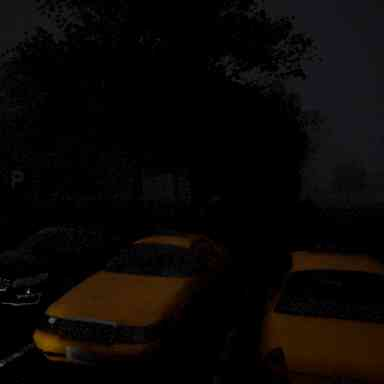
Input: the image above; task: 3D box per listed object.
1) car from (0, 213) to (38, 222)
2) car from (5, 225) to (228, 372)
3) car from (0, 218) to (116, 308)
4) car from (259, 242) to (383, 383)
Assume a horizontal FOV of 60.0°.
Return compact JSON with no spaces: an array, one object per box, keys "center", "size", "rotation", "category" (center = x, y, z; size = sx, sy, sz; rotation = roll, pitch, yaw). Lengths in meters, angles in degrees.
[{"center":[-5.339,1.389,9.811],"size":[2.185,1.767,4.553],"rotation":[0,-1,15],"category":"car"},{"center":[-0.519,1.496,6.235],"size":[1.946,1.575,5.366],"rotation":[0,-1,15],"category":"car"},{"center":[-2.893,1.510,8.137],"size":[2.231,1.521,4.892],"rotation":[0,-1,15],"category":"car"},{"center":[1.998,1.490,4.871],"size":[1.946,1.575,5.366],"rotation":[0,-1,15],"category":"car"}]
